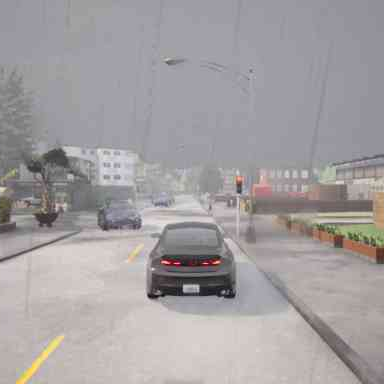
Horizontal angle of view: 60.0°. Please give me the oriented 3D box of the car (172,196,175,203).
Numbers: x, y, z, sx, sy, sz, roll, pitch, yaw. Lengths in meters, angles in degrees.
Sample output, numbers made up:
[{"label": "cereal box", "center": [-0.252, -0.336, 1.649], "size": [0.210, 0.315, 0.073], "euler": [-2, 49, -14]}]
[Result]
[{"label": "car", "center": [-4.636, 1.477, 60.033], "size": [1.882, 1.535, 5.008], "euler": [0, 0, 0]}]

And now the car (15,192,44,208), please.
[{"label": "car", "center": [-20.154, 0.985, 42.119], "size": [1.905, 1.878, 3.866], "euler": [0, 0, 34]}]

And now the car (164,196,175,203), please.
[{"label": "car", "center": [-4.664, 1.525, 70.463], "size": [2.128, 1.511, 4.902], "euler": [0, 0, -1]}]

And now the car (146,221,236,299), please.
[{"label": "car", "center": [-0.016, 1.505, 8.456], "size": [1.837, 1.490, 4.892], "euler": [0, 0, 0]}]

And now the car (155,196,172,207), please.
[{"label": "car", "center": [-4.571, 1.477, 50.620], "size": [1.882, 1.535, 5.008], "euler": [0, 0, 0]}]

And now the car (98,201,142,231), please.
[{"label": "car", "center": [-4.515, 1.352, 20.522], "size": [2.097, 1.767, 4.553], "euler": [-1, 0, -22]}]
